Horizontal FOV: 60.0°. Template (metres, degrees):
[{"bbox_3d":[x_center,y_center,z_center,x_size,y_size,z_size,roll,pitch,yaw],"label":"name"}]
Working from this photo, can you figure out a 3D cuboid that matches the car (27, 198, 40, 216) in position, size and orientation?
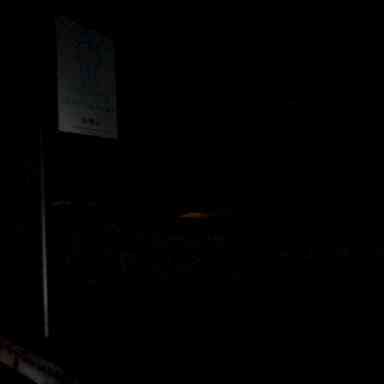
[{"bbox_3d":[-12.362,1.461,31.465,2.231,1.521,4.892,0,0,35],"label":"car"}]

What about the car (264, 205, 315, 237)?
[{"bbox_3d":[5.721,1.512,18.580,2.163,1.488,4.792,0,0,35],"label":"car"}]

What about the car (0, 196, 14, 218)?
[{"bbox_3d":[-16.779,1.443,34.840,1.946,1.575,5.366,0,0,35],"label":"car"}]

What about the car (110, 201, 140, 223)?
[{"bbox_3d":[-3.307,1.472,25.042,2.231,1.521,4.892,0,0,35],"label":"car"}]

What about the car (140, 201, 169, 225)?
[{"bbox_3d":[-1.032,1.504,23.453,2.163,1.488,4.792,0,0,35],"label":"car"}]

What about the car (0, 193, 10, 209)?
[{"bbox_3d":[-25.920,1.133,41.147,2.435,2.045,5.566,1,0,35],"label":"car"}]

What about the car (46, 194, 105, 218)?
[{"bbox_3d":[-10.114,1.211,29.839,2.435,2.045,5.566,0,0,35],"label":"car"}]

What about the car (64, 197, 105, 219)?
[{"bbox_3d":[-7.832,1.465,28.258,2.097,1.535,5.008,0,0,35],"label":"car"}]

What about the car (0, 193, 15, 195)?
[{"bbox_3d":[-23.690,1.152,39.492,2.435,2.045,5.566,0,0,35],"label":"car"}]

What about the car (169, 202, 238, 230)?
[{"bbox_3d":[1.106,1.474,21.670,1.946,1.575,5.366,0,0,35],"label":"car"}]

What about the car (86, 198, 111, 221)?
[{"bbox_3d":[-5.570,1.468,26.650,2.097,1.535,5.008,0,0,35],"label":"car"}]

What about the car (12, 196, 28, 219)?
[{"bbox_3d":[-14.626,1.454,33.076,2.097,1.535,5.008,0,0,35],"label":"car"}]
